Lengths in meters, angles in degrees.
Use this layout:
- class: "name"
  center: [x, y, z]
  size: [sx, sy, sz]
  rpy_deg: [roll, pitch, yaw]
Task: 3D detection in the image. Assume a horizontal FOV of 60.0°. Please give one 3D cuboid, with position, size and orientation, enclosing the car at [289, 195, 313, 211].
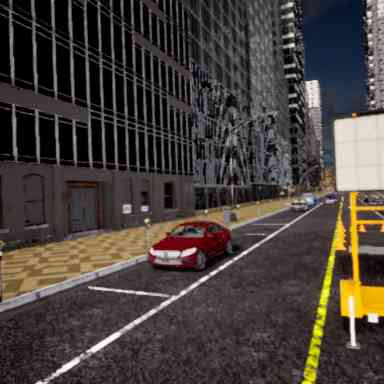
- class: "car"
  center: [11.986, 1.382, 37.157]
  size: [2.008, 1.369, 4.403]
  rpy_deg: [-2, 0, 25]

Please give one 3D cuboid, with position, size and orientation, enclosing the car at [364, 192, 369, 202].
- class: "car"
  center: [24.342, 0.965, 44.006]
  size: [2.008, 1.369, 4.403]
  rpy_deg: [-2, 0, 25]

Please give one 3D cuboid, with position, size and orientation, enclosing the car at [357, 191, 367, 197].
- class: "car"
  center: [40.954, 0.544, 80.224]
  size: [1.887, 1.381, 4.507]
  rpy_deg: [-2, 0, 25]

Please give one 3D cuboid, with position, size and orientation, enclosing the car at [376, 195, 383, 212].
- class: "car"
  center: [17.223, 1.156, 28.485]
  size: [1.802, 1.307, 4.206]
  rpy_deg: [-2, 0, 25]

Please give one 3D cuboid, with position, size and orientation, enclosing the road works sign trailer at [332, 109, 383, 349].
- class: "road works sign trailer"
  center: [3.713, 0.368, 5.581]
  size: [2.380, 3.560, 2.880]
  rpy_deg: [-2, 0, 25]

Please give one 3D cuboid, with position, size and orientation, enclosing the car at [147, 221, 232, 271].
- class: "car"
  center: [0.119, 1.663, 11.287]
  size: [1.802, 1.307, 4.206]
  rpy_deg: [-2, 0, 25]

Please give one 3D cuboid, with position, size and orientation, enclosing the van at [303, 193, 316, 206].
- class: "van"
  center: [16.725, 1.064, 47.506]
  size: [1.690, 1.788, 3.998]
  rpy_deg: [-2, 0, 25]

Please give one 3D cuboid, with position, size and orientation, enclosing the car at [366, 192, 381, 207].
- class: "car"
  center: [21.969, 1.020, 38.832]
  size: [2.008, 1.369, 4.403]
  rpy_deg: [-2, 0, 25]

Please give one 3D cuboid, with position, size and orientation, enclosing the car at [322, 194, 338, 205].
- class: "car"
  center: [20.717, 1.112, 49.746]
  size: [1.812, 1.442, 4.674]
  rpy_deg: [-2, 0, 25]

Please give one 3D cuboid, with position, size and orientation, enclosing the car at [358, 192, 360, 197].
- class: "car"
  center: [31.457, 0.680, 59.528]
  size: [1.967, 1.590, 4.097]
  rpy_deg: [-2, 0, 25]

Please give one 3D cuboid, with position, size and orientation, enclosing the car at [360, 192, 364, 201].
- class: "car"
  center: [29.085, 0.738, 54.355]
  size: [1.967, 1.590, 4.097]
  rpy_deg: [-2, 0, 25]
